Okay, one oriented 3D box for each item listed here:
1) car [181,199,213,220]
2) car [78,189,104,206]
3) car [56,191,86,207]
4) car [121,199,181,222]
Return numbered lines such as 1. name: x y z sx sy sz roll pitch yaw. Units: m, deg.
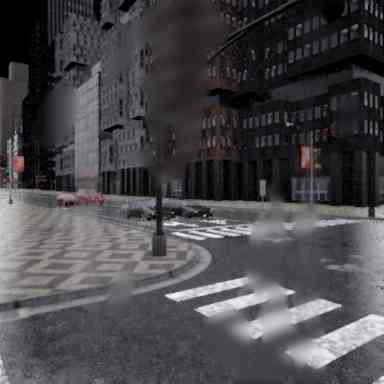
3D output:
1. car: -0.649 1.264 25.727 2.033 1.411 5.357 0 1 -36
2. car: -13.297 0.628 43.162 2.150 2.045 5.566 0 1 -36
3. car: -14.663 0.922 39.507 1.882 1.535 5.008 0 1 -36
4. car: -3.304 1.269 23.855 2.033 1.411 5.357 0 1 -36
